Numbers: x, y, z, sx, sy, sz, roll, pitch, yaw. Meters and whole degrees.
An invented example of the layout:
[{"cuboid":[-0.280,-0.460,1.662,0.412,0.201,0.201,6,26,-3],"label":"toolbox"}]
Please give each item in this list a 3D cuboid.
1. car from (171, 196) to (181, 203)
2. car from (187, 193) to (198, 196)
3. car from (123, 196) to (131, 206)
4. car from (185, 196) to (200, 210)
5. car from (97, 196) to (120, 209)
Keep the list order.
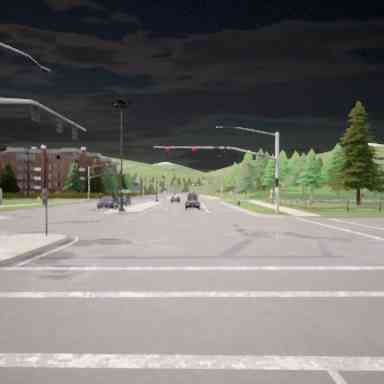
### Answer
[{"cuboid":[-3.403,1.469,68.942,2.128,1.511,4.902,0,0,0],"label":"car"},{"cuboid":[0.097,1.199,68.969,2.150,2.045,5.566,0,0,0],"label":"car"},{"cuboid":[-11.466,1.486,55.930,1.837,1.490,4.892,0,0,1],"label":"car"},{"cuboid":[0.061,1.586,43.533,1.895,1.301,4.718,0,0,0],"label":"car"},{"cuboid":[-11.490,1.337,45.661,2.097,1.767,4.553,0,0,1],"label":"car"}]
